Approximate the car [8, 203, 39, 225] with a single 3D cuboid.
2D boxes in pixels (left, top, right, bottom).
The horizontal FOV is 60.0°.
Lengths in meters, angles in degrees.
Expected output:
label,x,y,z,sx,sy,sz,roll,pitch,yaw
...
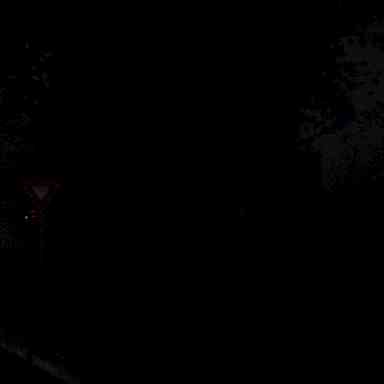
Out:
label,x,y,z,sx,sy,sz,roll,pitch,yaw
car,-12.454,1.538,24.716,2.128,1.511,4.902,0,0,-30
